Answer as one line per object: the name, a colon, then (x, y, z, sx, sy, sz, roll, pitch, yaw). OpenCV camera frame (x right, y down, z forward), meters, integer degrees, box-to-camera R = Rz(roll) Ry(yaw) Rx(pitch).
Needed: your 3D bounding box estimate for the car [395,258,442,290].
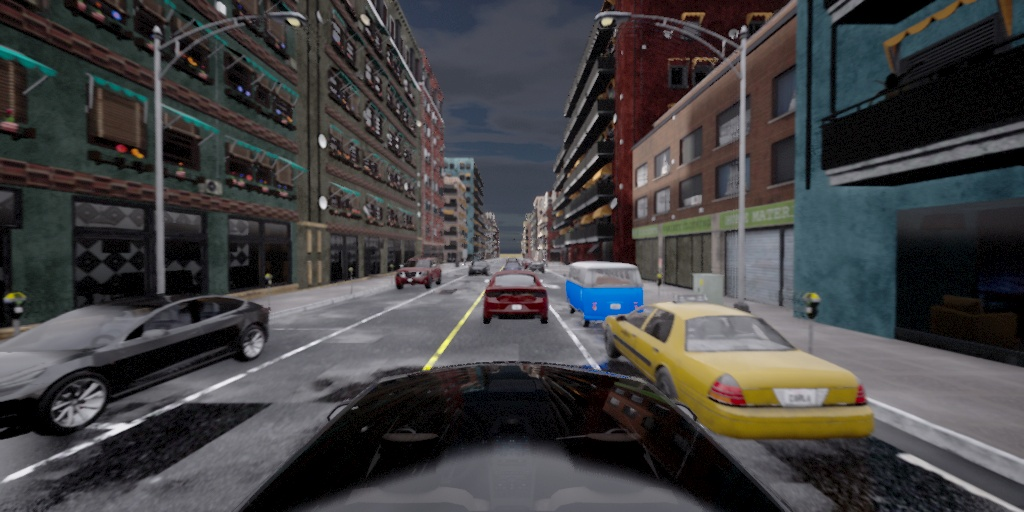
car: (-5.689, 1.027, 22.528, 2.192, 1.841, 5.009, 0, 0, 0)

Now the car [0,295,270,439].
car: (-5.691, 1.309, 5.474, 1.948, 1.339, 4.313, 0, 0, 0)

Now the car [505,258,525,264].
car: (0.104, 1.250, 39.191, 1.994, 1.385, 4.181, 0, 0, 0)

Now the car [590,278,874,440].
car: (2.690, 1.268, 5.640, 1.751, 1.417, 4.829, 0, 0, 0)

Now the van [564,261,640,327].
van: (2.691, 1.073, 11.155, 1.690, 1.789, 3.998, 0, 0, 0)

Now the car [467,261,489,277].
car: (-3.063, 1.201, 34.220, 1.837, 1.490, 4.892, 0, -1, 0)

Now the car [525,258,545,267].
car: (2.693, 1.236, 39.577, 2.007, 1.370, 4.403, 0, 0, 0)

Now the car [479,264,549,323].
car: (0.085, 1.208, 12.021, 1.882, 1.535, 5.008, 0, 0, -1)
